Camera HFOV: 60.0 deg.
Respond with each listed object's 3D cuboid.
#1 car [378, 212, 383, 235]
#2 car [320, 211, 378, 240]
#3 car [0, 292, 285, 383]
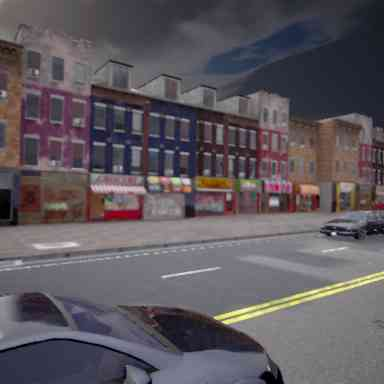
[{"bbox_3d":[10.979,1.671,15.497,5.008,1.535,1.882,1,0,-35],"label":"car"},{"bbox_3d":[9.308,1.744,18.298,5.357,1.411,2.033,1,0,-35],"label":"car"},{"bbox_3d":[-1.179,1.569,2.599,4.181,1.385,1.994,1,0,-35],"label":"car"}]
